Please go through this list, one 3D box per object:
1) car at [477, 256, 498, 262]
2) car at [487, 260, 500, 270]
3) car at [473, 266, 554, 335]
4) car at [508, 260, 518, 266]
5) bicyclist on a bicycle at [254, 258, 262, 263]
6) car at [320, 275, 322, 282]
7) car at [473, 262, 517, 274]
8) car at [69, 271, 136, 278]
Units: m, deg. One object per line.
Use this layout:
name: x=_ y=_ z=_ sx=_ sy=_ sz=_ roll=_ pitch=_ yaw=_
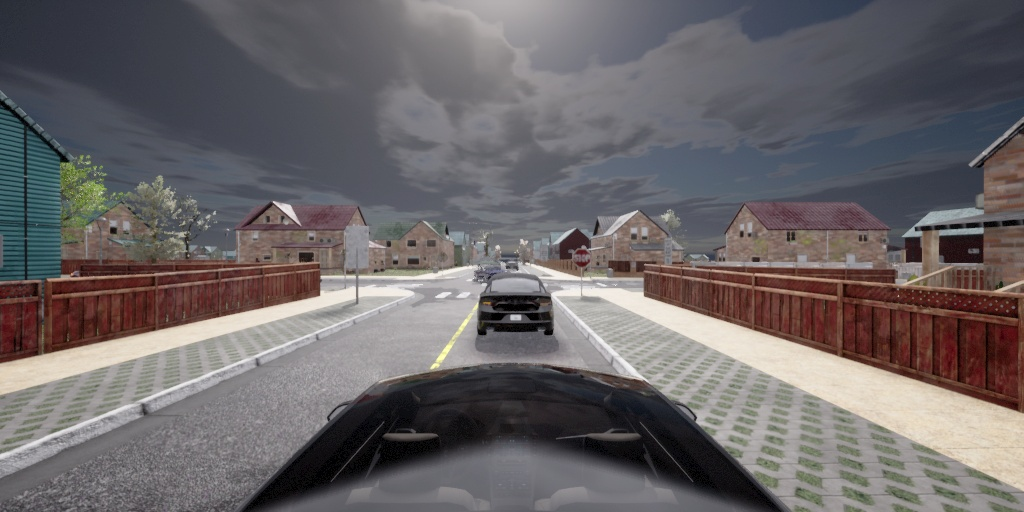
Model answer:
car: x=-2.941 y=1.045 z=43.624 sx=2.150 sy=2.045 sz=5.566 roll=0 pitch=0 yaw=0
car: x=-2.928 y=1.399 z=57.974 sx=1.837 sy=1.490 sz=4.892 roll=0 pitch=-1 yaw=0
car: x=0.082 y=1.228 z=10.489 sx=1.882 sy=1.535 sz=5.008 roll=0 pitch=0 yaw=0
car: x=-0.015 y=1.400 z=54.618 sx=1.812 sy=1.442 sz=4.674 roll=0 pitch=0 yaw=0
bicyclist on a bicycle: x=-20.213 y=0.956 z=28.553 sx=0.582 sy=1.620 sz=1.656 roll=0 pitch=0 yaw=0
car: x=-15.078 y=1.247 z=22.719 sx=5.357 sy=1.411 sz=2.033 roll=0 pitch=0 yaw=0
car: x=-1.551 y=1.360 z=27.728 sx=1.895 sy=1.301 sz=4.718 roll=0 pitch=0 yaw=-21
car: x=-25.071 y=1.217 z=22.668 sx=4.181 sy=1.385 sz=1.994 roll=0 pitch=0 yaw=0
